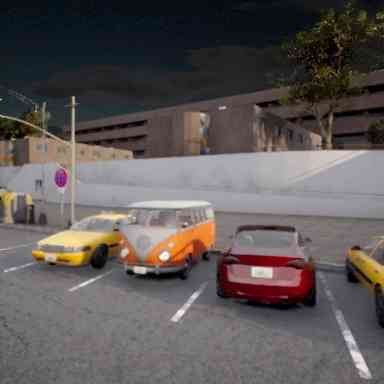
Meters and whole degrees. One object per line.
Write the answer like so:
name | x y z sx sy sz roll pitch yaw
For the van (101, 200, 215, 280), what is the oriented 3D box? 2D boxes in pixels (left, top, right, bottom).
van | -0.592 1.237 9.771 1.878 1.987 4.442 1 0 15

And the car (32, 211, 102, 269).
car | -3.042 1.445 11.433 1.946 1.575 5.366 1 0 15

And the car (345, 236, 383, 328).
car | 4.340 1.490 6.602 1.946 1.575 5.366 0 -1 15

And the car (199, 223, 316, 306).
car | 1.867 1.507 8.181 2.163 1.488 4.792 0 -1 15
